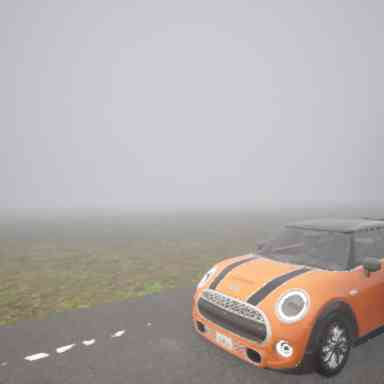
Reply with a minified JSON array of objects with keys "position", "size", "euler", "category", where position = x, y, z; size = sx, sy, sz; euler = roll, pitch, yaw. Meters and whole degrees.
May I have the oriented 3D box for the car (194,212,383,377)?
[{"position":[2.232,1.287,5.582],"size":[4.553,1.767,2.097],"euler":[-1,1,-35],"category":"car"}]
